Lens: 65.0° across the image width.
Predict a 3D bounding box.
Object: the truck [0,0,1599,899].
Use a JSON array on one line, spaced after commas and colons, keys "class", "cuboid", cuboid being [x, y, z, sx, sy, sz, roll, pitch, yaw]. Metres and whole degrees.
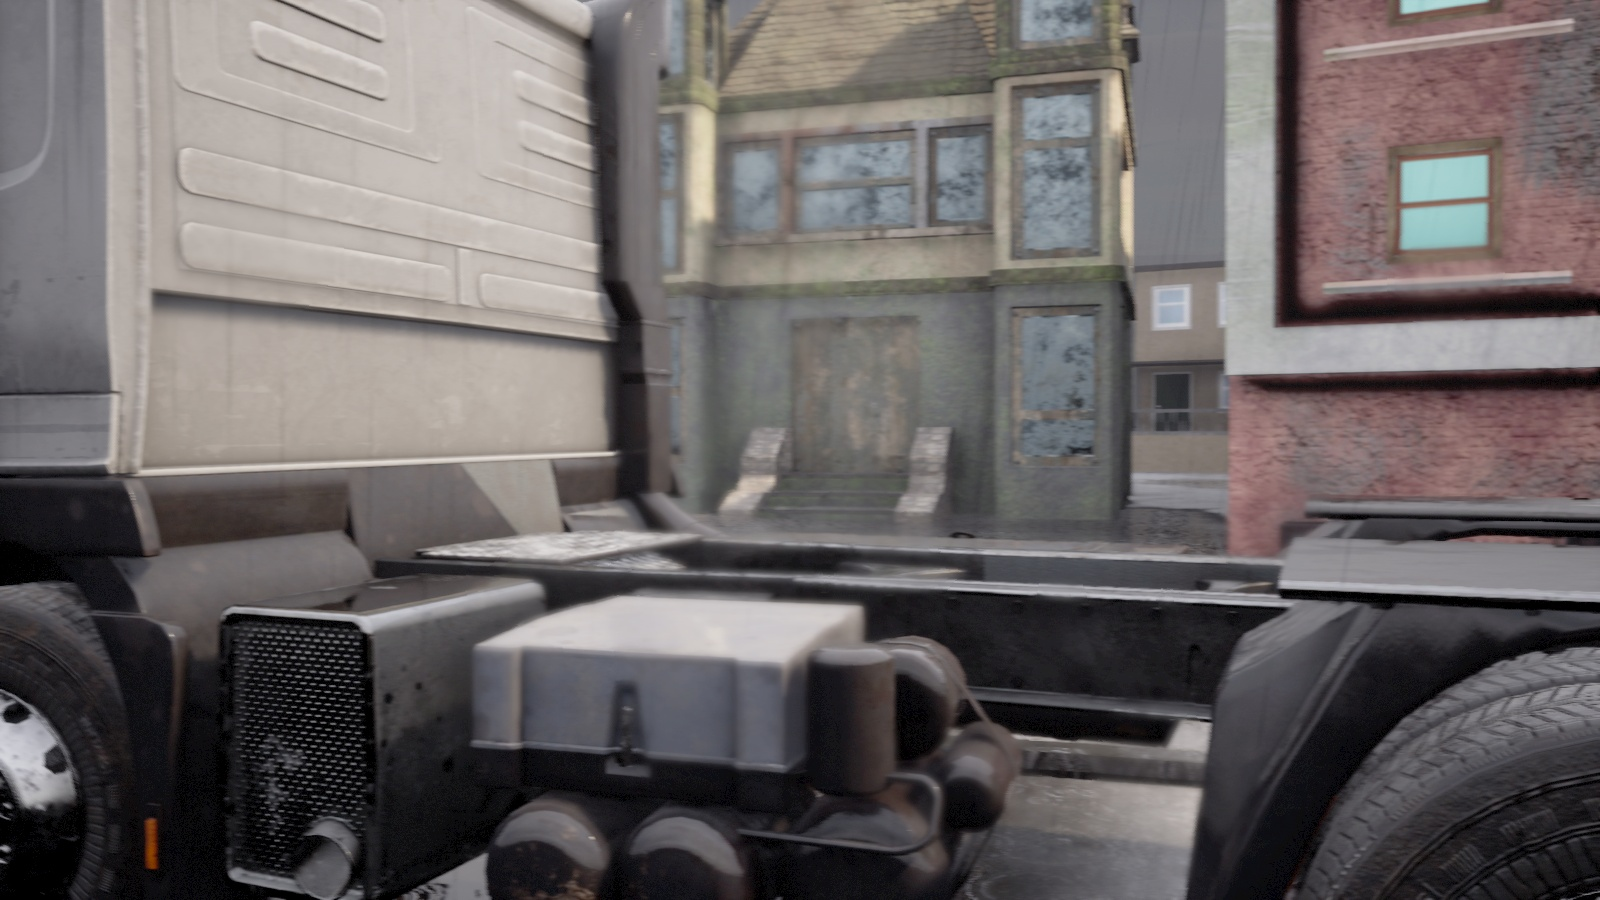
[{"class": "truck", "cuboid": [0.368, -0.224, 3.668, 7.936, 3.462, 2.891, 1, 1, 23]}]
